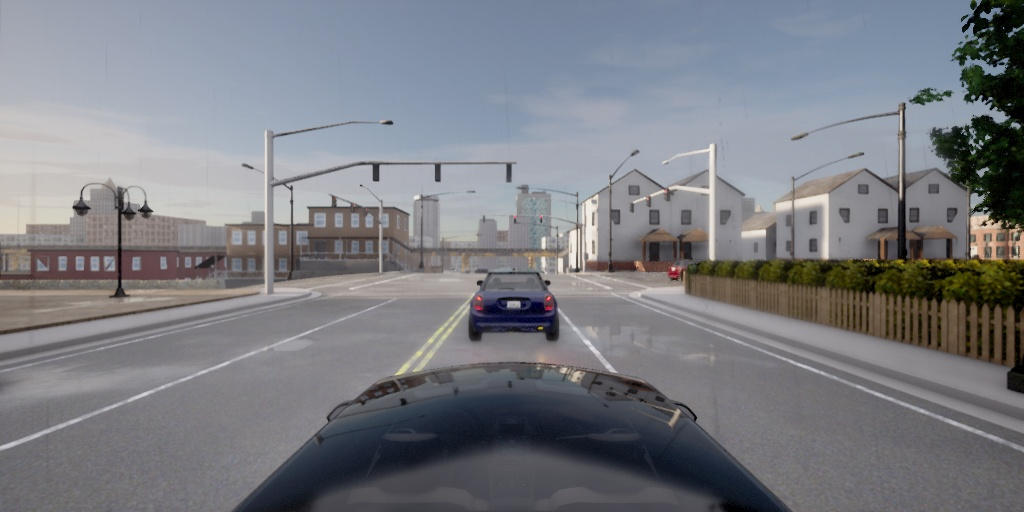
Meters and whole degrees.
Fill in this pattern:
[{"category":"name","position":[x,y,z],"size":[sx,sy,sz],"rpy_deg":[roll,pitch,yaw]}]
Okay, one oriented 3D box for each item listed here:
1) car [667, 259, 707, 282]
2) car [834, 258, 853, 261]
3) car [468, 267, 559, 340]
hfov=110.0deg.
[{"category":"car","position":[14.481,1.070,27.499],"size":[4.553,1.767,2.097],"rpy_deg":[0,0,-1]},{"category":"car","position":[28.415,1.064,31.399],"size":[4.553,1.767,2.097],"rpy_deg":[0,0,-1]},{"category":"car","position":[0.048,1.092,10.079],"size":[2.097,1.767,4.553],"rpy_deg":[0,0,0]}]
